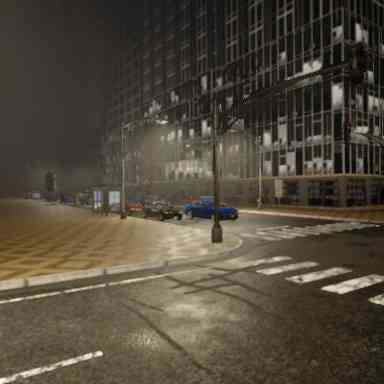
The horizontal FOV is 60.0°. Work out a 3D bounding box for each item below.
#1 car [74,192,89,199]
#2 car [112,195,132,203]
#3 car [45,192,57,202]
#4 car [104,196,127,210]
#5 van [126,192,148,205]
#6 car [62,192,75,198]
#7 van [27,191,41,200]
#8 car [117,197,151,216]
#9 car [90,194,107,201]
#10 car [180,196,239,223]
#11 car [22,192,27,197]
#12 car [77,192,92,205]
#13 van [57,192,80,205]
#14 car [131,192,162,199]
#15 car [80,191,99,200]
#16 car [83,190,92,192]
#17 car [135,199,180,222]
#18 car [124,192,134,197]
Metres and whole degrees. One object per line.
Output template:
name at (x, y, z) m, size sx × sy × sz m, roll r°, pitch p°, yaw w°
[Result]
car at (-24.230, 0.756, 72.809) m, size 1.967 × 1.590 × 4.097 m, roll 0°, pitch 1°, yaw -34°
car at (-11.403, 1.111, 54.040) m, size 1.802 × 1.307 × 4.206 m, roll 0°, pitch 1°, yaw -34°
car at (-24.736, 1.087, 58.699) m, size 2.008 × 1.369 × 4.403 m, roll 0°, pitch 1°, yaw -34°
car at (-8.748, 1.364, 35.207) m, size 1.947 × 1.339 × 4.313 m, roll 0°, pitch 1°, yaw -34°
van at (-8.196, 0.923, 49.345) m, size 1.690 × 1.788 × 3.998 m, roll 0°, pitch 1°, yaw -34°
car at (-30.643, 0.759, 82.195) m, size 2.008 × 1.369 × 4.403 m, roll 0°, pitch 1°, yaw -34°
van at (-34.355, 0.716, 72.774) m, size 1.690 × 1.788 × 3.998 m, roll 0°, pitch 1°, yaw -34°
car at (-5.589, 1.432, 30.482) m, size 1.802 × 1.307 × 4.206 m, roll 0°, pitch 1°, yaw -34°
car at (-17.816, 1.005, 63.426) m, size 1.802 × 1.307 × 4.206 m, roll 0°, pitch 1°, yaw -34°
car at (1.397, 1.367, 25.030) m, size 1.882 × 1.535 × 5.008 m, roll -1°, pitch 1°, yaw -34°
car at (-37.561, 0.762, 77.468) m, size 1.967 × 1.590 × 4.097 m, roll 0°, pitch 1°, yaw -34°
car at (-15.014, 1.151, 49.144) m, size 1.812 × 1.442 × 4.674 m, roll -1°, pitch 1°, yaw -34°
van at (-18.322, 0.983, 49.311) m, size 1.690 × 1.788 × 3.998 m, roll 0°, pitch 1°, yaw -34°
car at (-3.771, 1.159, 32.594) m, size 2.097 × 1.767 × 4.553 m, roll -1°, pitch 1°, yaw -34°
car at (-21.022, 0.685, 68.116) m, size 2.192 × 1.841 × 5.009 m, roll 0°, pitch 1°, yaw -34°
car at (-18.608, 0.702, 59.971) m, size 2.150 × 2.045 × 5.566 m, roll -1°, pitch 1°, yaw -34°
car at (-2.397, 1.467, 25.777) m, size 1.947 × 1.339 × 4.313 m, roll 0°, pitch 1°, yaw -34°
car at (-9.244, 1.072, 40.617) m, size 2.097 × 1.767 × 4.553 m, roll -1°, pitch 1°, yaw -34°
